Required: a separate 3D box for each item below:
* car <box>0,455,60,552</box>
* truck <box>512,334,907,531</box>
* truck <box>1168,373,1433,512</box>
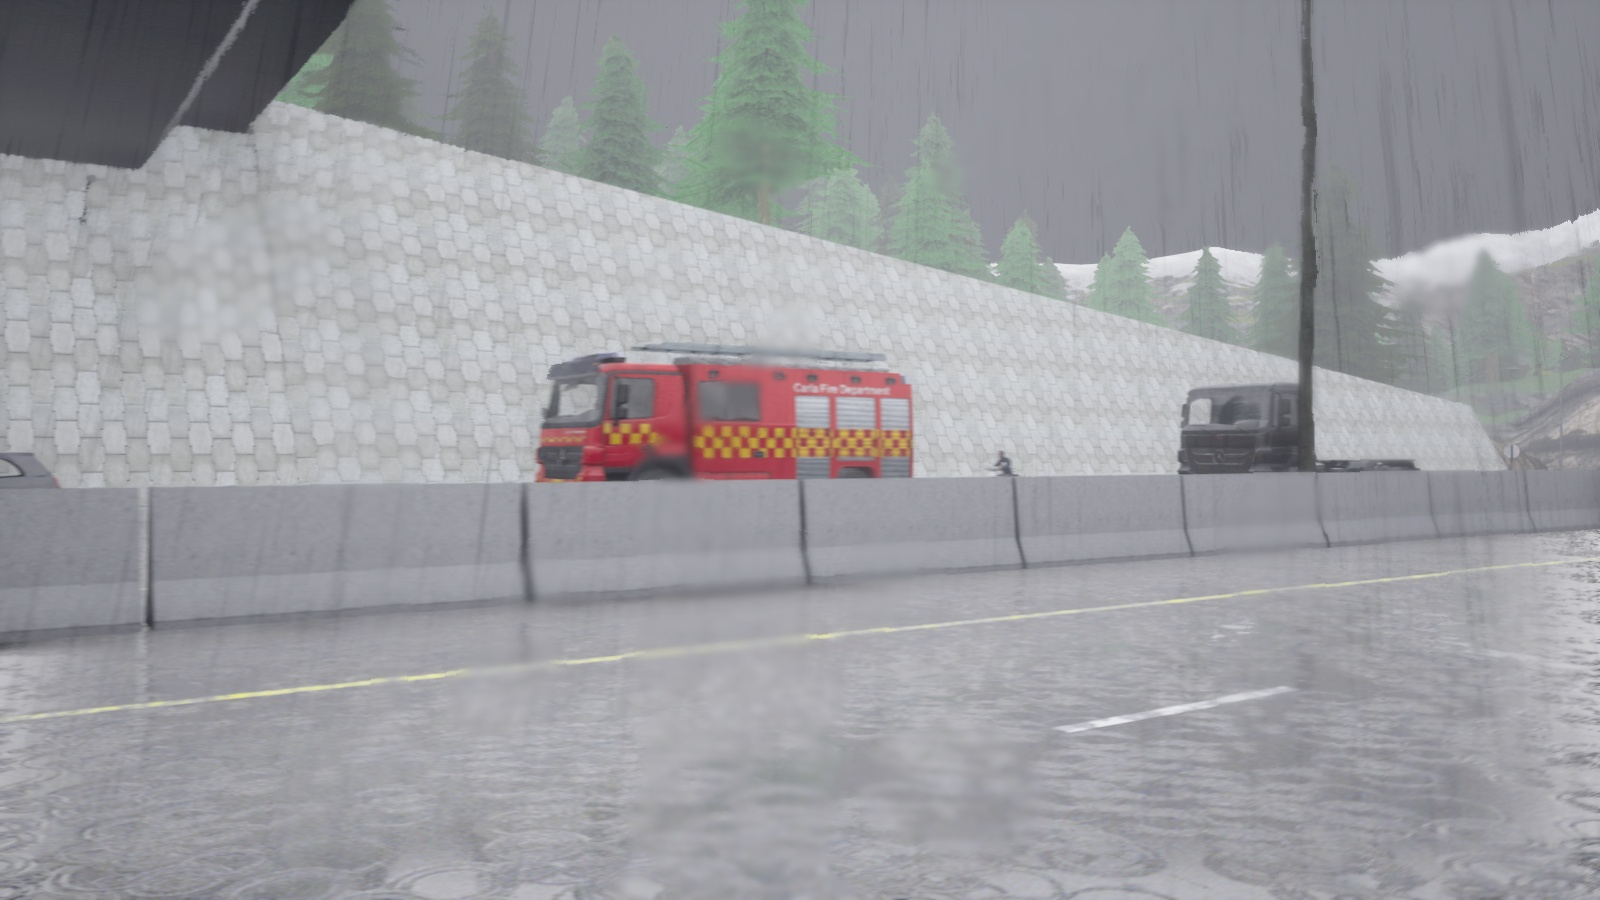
[{"bbox_3d":[-13.771,0.836,19.660,3.633,1.501,1.845,0,0,-35],"label":"car"},{"bbox_3d":[-1.820,-0.349,27.981,8.468,3.827,2.891,0,0,-35],"label":"truck"},{"bbox_3d":[13.937,-0.181,34.685,7.936,3.462,2.891,0,0,-35],"label":"truck"}]
